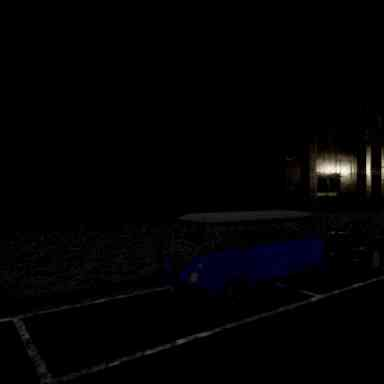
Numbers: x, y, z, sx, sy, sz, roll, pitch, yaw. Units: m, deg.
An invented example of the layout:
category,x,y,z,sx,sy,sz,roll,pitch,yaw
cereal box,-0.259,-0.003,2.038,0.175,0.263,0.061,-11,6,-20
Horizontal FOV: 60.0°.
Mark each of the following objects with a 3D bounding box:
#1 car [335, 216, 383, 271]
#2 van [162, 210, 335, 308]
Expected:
category,x,y,z,sx,sy,sz,roll,pitch,yaw
car,5.862,1.516,10.856,4.507,1.381,1.887,0,0,-36
van,1.295,1.327,7.584,3.998,1.788,1.690,0,0,-36
